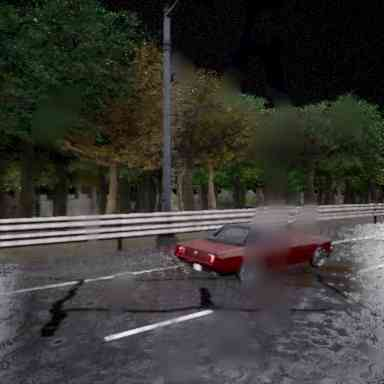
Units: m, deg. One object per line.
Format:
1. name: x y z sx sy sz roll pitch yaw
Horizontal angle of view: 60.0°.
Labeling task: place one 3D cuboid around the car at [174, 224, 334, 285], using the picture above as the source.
1. car: 1.946 1.568 9.447 4.718 1.301 1.895 0 0 -36
